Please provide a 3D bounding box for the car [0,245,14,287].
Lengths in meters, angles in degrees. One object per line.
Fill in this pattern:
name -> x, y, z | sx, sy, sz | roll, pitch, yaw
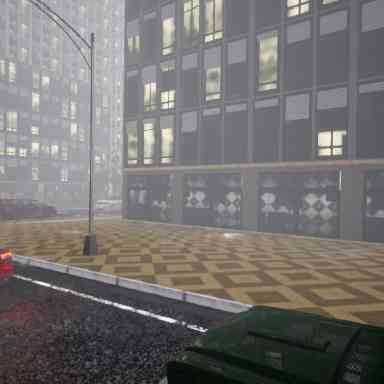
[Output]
car -> -6.076, 1.521, 7.983 | 4.674, 1.442, 1.812 | 0, 0, 35

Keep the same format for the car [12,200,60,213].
car -> -18.338, 1.643, 39.293 | 1.752, 1.417, 4.829 | 1, 0, 36

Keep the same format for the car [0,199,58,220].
car -> -14.819, 1.520, 29.926 | 2.192, 1.841, 5.009 | 1, 0, 36

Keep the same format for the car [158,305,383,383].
car -> 2.035, 1.601, 2.235 | 4.718, 1.301, 1.895 | 0, 0, 35

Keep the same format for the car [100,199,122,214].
car -> -8.042, 1.830, 39.153 | 1.752, 1.417, 4.829 | 1, 0, 36

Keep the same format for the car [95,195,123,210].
car -> -10.548, 1.461, 45.494 | 2.150, 2.045, 5.566 | 1, 1, 36
